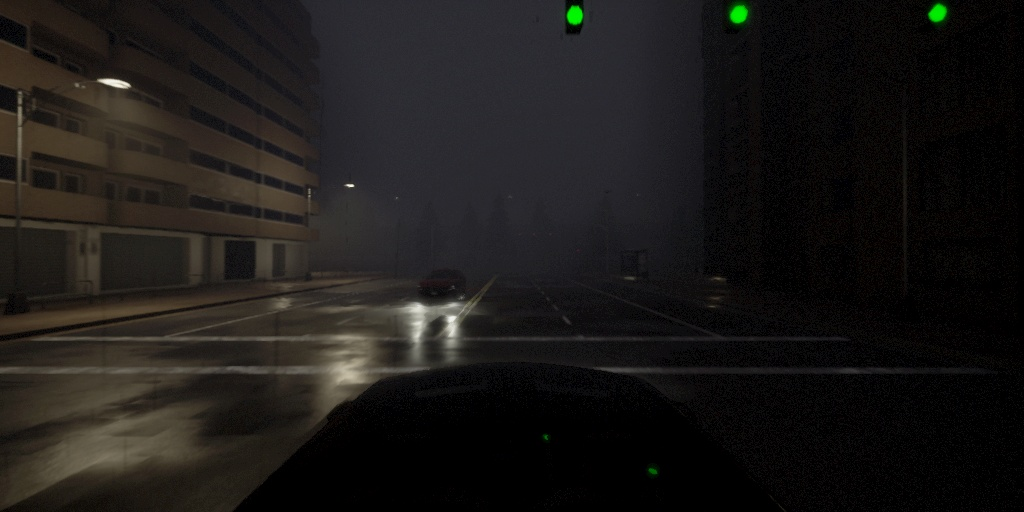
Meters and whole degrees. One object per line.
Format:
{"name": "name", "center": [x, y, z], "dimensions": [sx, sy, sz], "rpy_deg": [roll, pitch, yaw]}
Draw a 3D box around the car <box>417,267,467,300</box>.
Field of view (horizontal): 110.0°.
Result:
{"name": "car", "center": [-3.500, 1.374, 18.625], "dimensions": [1.882, 1.535, 5.008], "rpy_deg": [0, 1, 0]}
